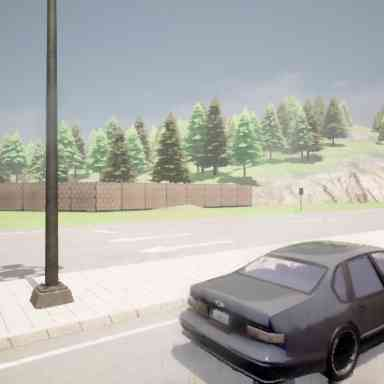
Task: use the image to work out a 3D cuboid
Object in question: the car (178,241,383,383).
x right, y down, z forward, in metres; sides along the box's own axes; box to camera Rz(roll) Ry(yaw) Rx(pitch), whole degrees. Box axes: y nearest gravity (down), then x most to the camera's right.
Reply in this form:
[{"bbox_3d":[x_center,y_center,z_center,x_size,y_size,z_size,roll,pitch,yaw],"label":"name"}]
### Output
[{"bbox_3d":[2.384,1.547,5.446,5.357,1.411,2.033,0,0,-35],"label":"car"}]
